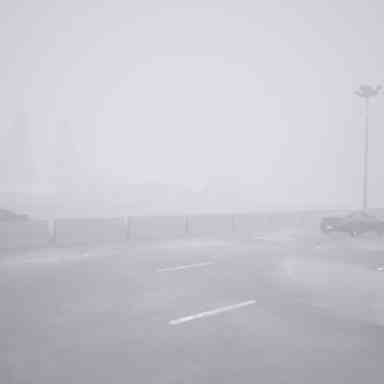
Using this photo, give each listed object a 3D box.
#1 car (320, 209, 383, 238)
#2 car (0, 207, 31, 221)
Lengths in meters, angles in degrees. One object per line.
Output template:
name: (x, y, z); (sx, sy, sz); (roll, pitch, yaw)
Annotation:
car: (9.109, 1.700, 18.837); (4.674, 1.442, 1.812); (1, 0, -35)
car: (-11.244, 1.485, 17.464); (5.008, 1.535, 1.882); (0, 0, -35)
